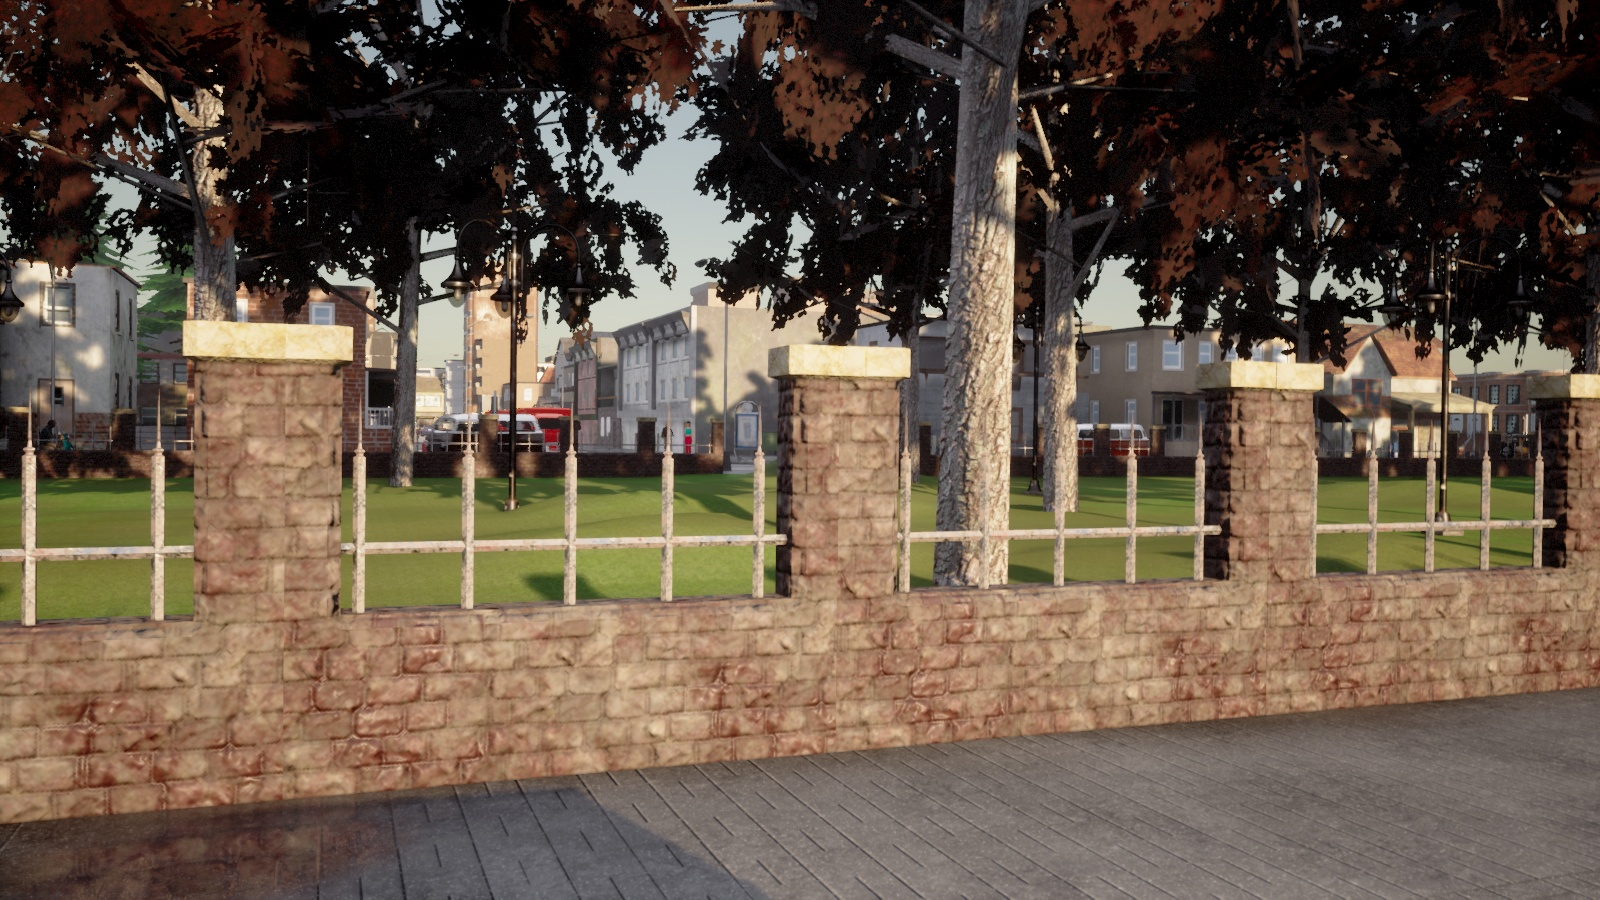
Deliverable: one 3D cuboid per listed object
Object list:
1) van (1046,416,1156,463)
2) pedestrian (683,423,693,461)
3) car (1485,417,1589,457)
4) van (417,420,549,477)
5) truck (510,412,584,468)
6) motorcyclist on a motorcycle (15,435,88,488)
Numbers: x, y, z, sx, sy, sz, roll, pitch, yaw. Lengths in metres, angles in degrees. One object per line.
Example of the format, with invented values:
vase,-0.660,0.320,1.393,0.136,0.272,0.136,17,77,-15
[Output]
van,13.753,-0.493,57.439,4.480,2.038,2.069,-1,1,-21
pedestrian,-5.516,-0.404,61.905,0.345,1.836,0.594,0,1,11
car,36.218,-0.664,61.695,4.605,1.855,1.932,-2,1,-21
van,-12.088,-0.118,48.089,2.069,2.038,4.480,2,2,45
truck,-12.084,-0.528,59.658,2.627,2.467,5.204,-1,2,-21
motorcyclist on a motorcycle,-23.255,0.353,39.053,1.817,1.590,0.866,-1,1,-22
